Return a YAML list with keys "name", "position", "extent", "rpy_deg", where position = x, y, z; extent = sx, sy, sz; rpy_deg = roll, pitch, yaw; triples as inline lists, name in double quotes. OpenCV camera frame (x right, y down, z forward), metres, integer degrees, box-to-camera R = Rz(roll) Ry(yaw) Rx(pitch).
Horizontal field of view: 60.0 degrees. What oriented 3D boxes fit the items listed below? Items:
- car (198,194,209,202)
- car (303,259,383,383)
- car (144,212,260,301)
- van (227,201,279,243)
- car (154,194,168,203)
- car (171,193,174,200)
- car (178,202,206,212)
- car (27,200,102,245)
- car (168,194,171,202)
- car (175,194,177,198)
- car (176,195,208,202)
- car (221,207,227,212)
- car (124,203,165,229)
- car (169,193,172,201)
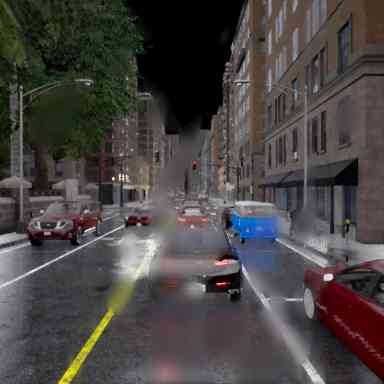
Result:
- name: "car"
  position: [2.762, 1.387, 75.666]
  extent: [1.967, 1.590, 4.097]
  rpy_deg: [0, 0, 0]
- name: "car"
  position: [2.850, 1.544, 4.308]
  extent: [1.887, 1.381, 4.507]
  rpy_deg: [0, 0, 0]
- name: "car"
  position: [0.090, 1.490, 8.315]
  extent: [2.128, 1.511, 4.902]
  rpy_deg: [0, 0, 0]
- name: "van"
  position: [2.836, 1.336, 15.629]
  extent: [1.690, 1.788, 3.998]
  rpy_deg: [0, 0, 0]
- name: "car"
  position: [-5.742, 1.480, 59.097]
  extent: [1.752, 1.417, 4.829]
  rpy_deg: [0, 0, 0]
- name: "car"
  position: [-5.763, 1.491, 75.619]
  extent: [1.887, 1.381, 4.507]
  rpy_deg: [0, 0, 0]
- name: "car"
  position: [0.080, 1.519, 18.577]
  extent: [1.812, 1.442, 4.674]
  rpy_deg: [0, 0, 0]
- name: "car"
  position: [-5.689, 1.310, 15.578]
  extent: [2.192, 1.841, 5.009]
  rpy_deg: [0, 0, 0]
- name: "car"
  position: [-5.749, 1.502, 64.717]
  extent: [2.008, 1.369, 4.403]
  rpy_deg: [0, 0, 0]
- name: "car"
  position: [-5.776, 1.496, 86.521]
  extent: [2.008, 1.369, 4.403]
  rpy_deg: [0, 0, 0]
- name: "car"
  position: [0.014, 1.338, 27.534]
  extent: [2.097, 1.767, 4.553]
  rpy_deg: [0, 0, 2]
- name: "car"
  position: [2.830, 1.557, 21.289]
  extent: [1.947, 1.339, 4.313]
  rpy_deg: [0, 0, 0]
- name: "car"
  position: [-3.072, 1.592, 21.570]
  extent: [1.895, 1.301, 4.718]
  rpy_deg: [0, 0, 0]
- name: "car"
  position: [-5.756, 1.493, 70.169]
  extent: [1.887, 1.381, 4.507]
  rpy_deg: [0, 0, 0]
